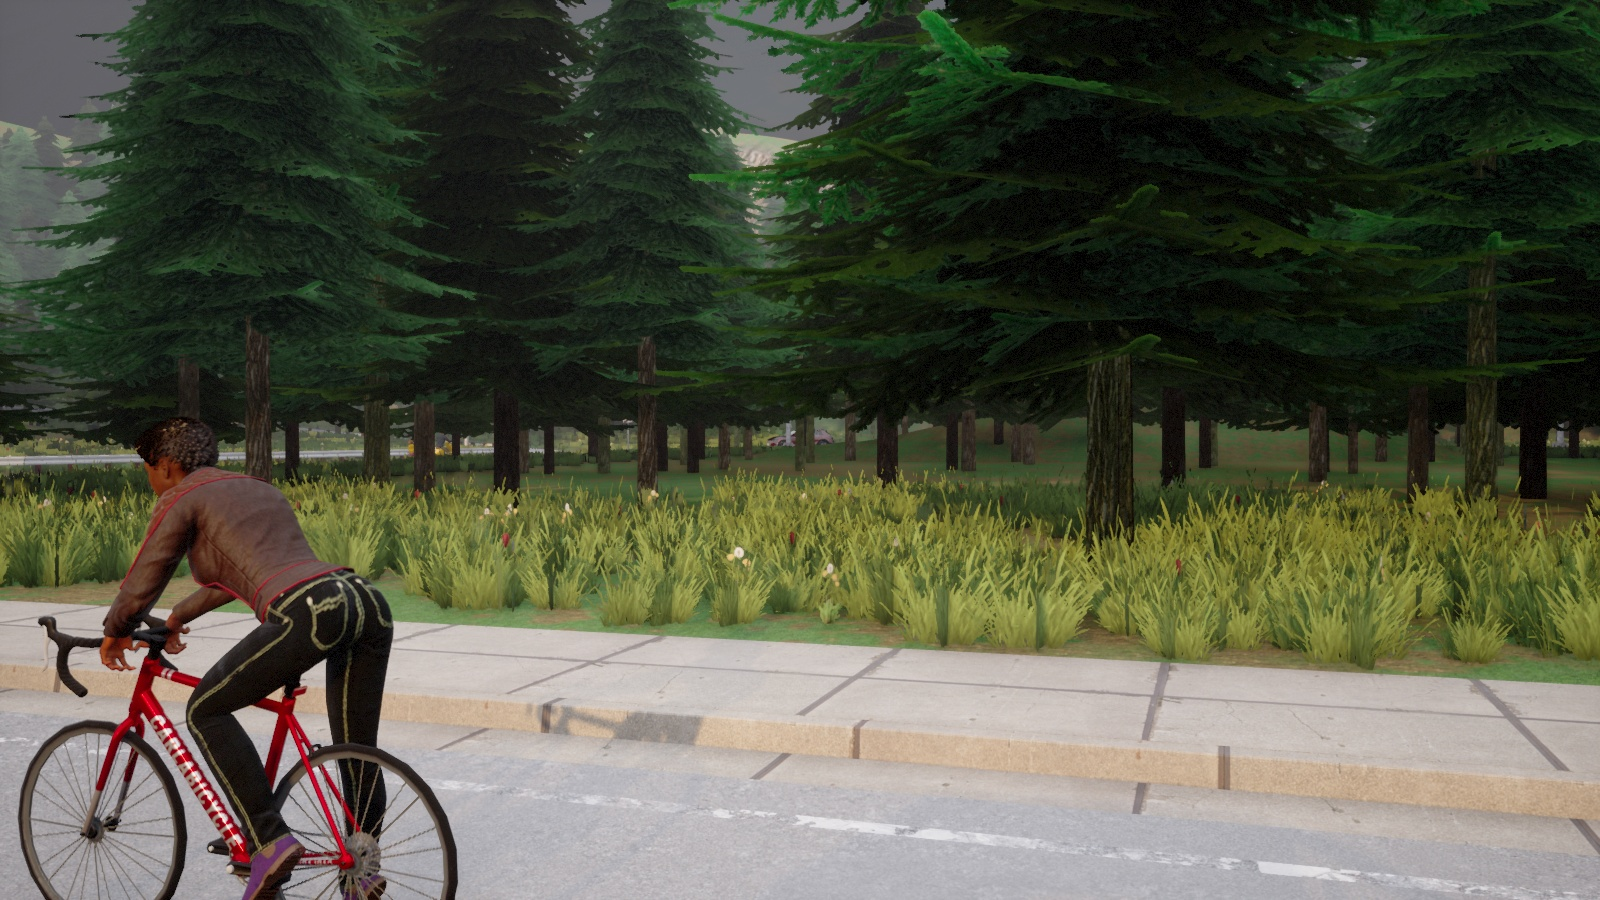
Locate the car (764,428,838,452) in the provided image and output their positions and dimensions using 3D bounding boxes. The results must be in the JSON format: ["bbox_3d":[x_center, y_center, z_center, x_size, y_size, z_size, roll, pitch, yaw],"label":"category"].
[{"bbox_3d":[0.050,-0.695,88.990,4.856,1.649,2.033,0,1,-19],"label":"car"}]

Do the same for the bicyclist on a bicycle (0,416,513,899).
[{"bbox_3d":[-1.745,0.712,3.781,1.656,1.620,0.582,0,1,19],"label":"bicyclist on a bicycle"}]
